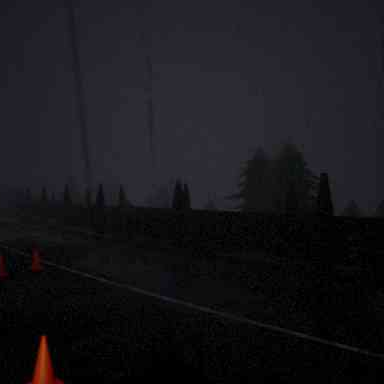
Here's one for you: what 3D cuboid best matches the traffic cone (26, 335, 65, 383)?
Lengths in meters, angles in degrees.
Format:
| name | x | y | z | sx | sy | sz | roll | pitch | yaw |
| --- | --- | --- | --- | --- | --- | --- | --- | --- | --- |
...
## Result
| name | x | y | z | sx | sy | sz | roll | pitch | yaw |
| --- | --- | --- | --- | --- | --- | --- | --- | --- | --- |
| traffic cone | -1.736 | 1.975 | 3.897 | 0.340 | 0.580 | 0.340 | 0 | 0 | 38 |

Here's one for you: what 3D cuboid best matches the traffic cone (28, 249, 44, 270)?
| name | x | y | z | sx | sy | sz | roll | pitch | yaw |
| --- | --- | --- | --- | --- | --- | --- | --- | --- | --- |
| traffic cone | -4.649 | 2.000 | 9.940 | 0.340 | 0.580 | 0.340 | 0 | 0 | 38 |

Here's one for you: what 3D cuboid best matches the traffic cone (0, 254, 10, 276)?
| name | x | y | z | sx | sy | sz | roll | pitch | yaw |
| --- | --- | --- | --- | --- | --- | --- | --- | --- | --- |
| traffic cone | -5.261 | 1.994 | 9.149 | 0.340 | 0.580 | 0.340 | 0 | 0 | 38 |
